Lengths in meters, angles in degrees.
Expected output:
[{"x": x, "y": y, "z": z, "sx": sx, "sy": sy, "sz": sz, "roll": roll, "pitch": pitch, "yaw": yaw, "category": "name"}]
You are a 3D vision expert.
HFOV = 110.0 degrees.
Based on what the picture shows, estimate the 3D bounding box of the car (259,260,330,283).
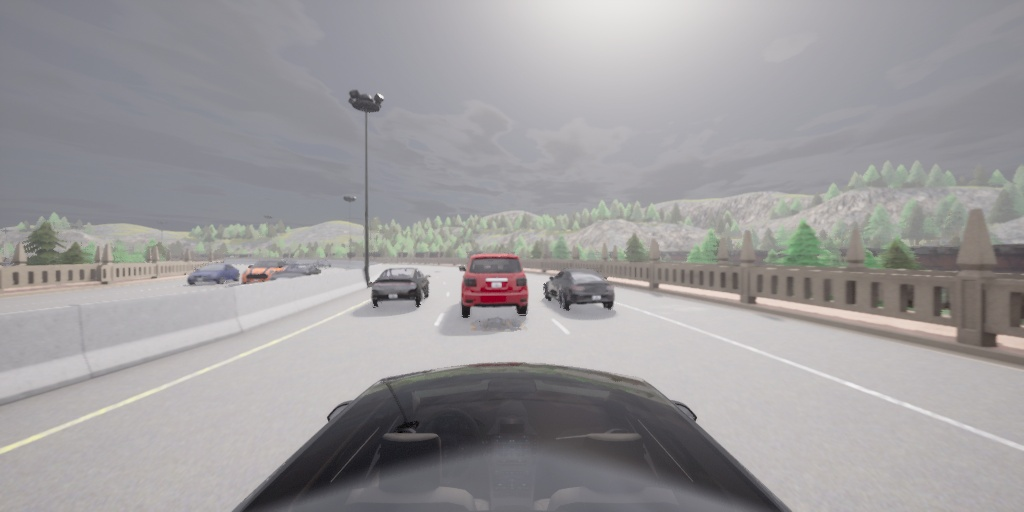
[{"x": -13.233, "y": 1.240, "z": 22.253, "sx": 2.128, "sy": 1.511, "sz": 4.902, "roll": 0, "pitch": 0, "yaw": -14, "category": "car"}]

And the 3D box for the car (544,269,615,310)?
[{"x": 2.568, "y": 1.235, "z": 14.383, "sx": 1.812, "sy": 1.442, "sz": 4.674, "roll": 0, "pitch": 0, "yaw": -7, "category": "car"}]

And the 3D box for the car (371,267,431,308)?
[{"x": -4.609, "y": 1.225, "z": 15.306, "sx": 2.128, "sy": 1.511, "sz": 4.902, "roll": 0, "pitch": 0, "yaw": -8, "category": "car"}]

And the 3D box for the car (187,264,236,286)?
[{"x": -21.509, "y": 1.295, "z": 26.124, "sx": 1.812, "sy": 1.442, "sz": 4.674, "roll": 0, "pitch": 0, "yaw": -18, "category": "car"}]

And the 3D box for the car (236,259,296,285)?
[{"x": -18.012, "y": 1.108, "z": 26.527, "sx": 2.097, "sy": 1.767, "sz": 4.553, "roll": 0, "pitch": 0, "yaw": -17, "category": "car"}]

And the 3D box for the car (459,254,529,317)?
[{"x": -0.769, "y": 0.946, "z": 13.343, "sx": 2.150, "sy": 2.045, "sz": 5.566, "roll": 0, "pitch": 0, "yaw": -7, "category": "car"}]
